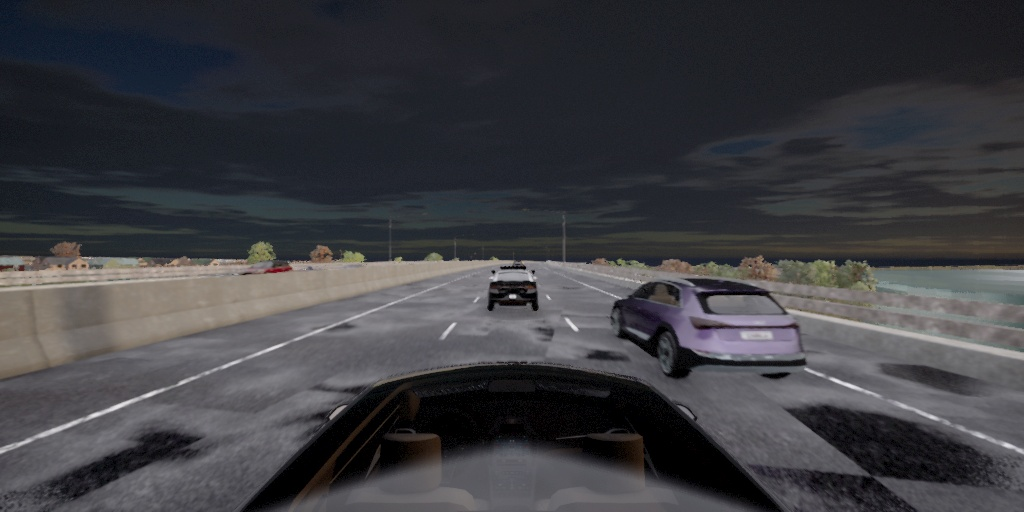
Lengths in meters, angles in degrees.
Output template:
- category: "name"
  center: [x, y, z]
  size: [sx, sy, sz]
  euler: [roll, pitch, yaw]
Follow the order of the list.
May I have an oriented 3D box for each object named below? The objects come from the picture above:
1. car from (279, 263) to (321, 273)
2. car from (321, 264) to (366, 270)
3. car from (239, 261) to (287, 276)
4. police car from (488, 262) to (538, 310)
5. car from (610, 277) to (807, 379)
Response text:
- category: "car"
  center: [-17.276, 1.477, 30.835]
  size: [1.895, 1.301, 4.718]
  euler: [0, 0, 1]
- category: "car"
  center: [-13.771, 1.426, 30.946]
  size: [2.033, 1.411, 5.357]
  euler: [0, 0, 1]
- category: "car"
  center: [-20.785, 1.223, 30.537]
  size: [2.097, 1.767, 4.553]
  euler: [0, 0, 1]
- category: "police car"
  center: [0.059, 1.238, 15.328]
  size: [1.930, 1.638, 5.238]
  euler: [0, 0, 1]
- category: "car"
  center: [3.506, 1.210, 7.385]
  size: [2.033, 1.649, 4.856]
  euler: [0, 0, 0]
